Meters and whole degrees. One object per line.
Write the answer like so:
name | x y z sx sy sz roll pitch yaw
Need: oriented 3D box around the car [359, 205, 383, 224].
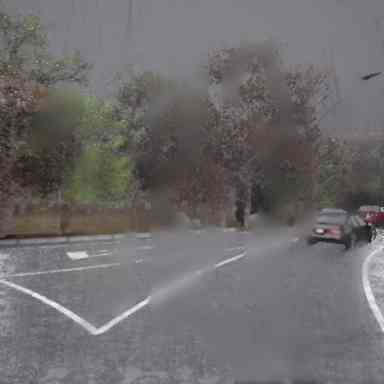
car | 16.471 2.198 30.409 2.150 2.045 5.566 0 -4 45

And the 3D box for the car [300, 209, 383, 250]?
car | 6.734 1.658 15.041 2.033 1.411 5.357 0 -1 42
